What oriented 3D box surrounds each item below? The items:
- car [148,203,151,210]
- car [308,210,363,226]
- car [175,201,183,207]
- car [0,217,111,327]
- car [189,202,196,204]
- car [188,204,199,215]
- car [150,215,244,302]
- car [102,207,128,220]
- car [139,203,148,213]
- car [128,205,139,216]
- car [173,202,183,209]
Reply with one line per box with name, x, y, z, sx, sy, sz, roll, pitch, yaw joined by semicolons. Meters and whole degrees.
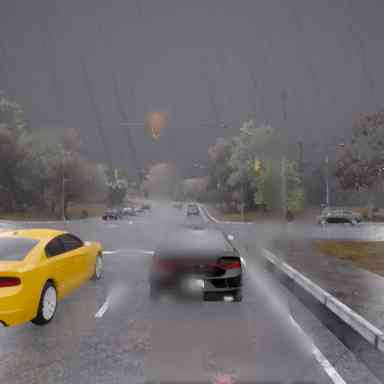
car;-10.346;3.223;75.267;2.033;1.411;5.357;0;0;0
car;13.575;2.424;31.560;4.902;1.511;2.128;0;-2;-3
car;-3.440;3.158;86.702;1.994;1.385;4.181;0;0;-3
car;-3.406;1.542;7.248;1.882;1.535;5.008;0;-1;0
car;0.106;3.170;85.431;1.994;1.385;4.181;0;0;-1
car;0.209;3.192;55.840;2.128;1.511;4.902;0;-1;0
car;0.102;1.565;8.490;1.882;1.535;5.008;0;-1;0
car;-10.519;2.998;44.711;2.033;1.411;5.357;0;-2;1
car;-10.408;3.240;64.686;2.128;1.511;4.902;0;0;1
car;-10.472;3.206;54.581;1.812;1.442;4.674;0;-1;0
car;-3.343;3.176;76.633;1.837;1.490;4.892;0;0;0
